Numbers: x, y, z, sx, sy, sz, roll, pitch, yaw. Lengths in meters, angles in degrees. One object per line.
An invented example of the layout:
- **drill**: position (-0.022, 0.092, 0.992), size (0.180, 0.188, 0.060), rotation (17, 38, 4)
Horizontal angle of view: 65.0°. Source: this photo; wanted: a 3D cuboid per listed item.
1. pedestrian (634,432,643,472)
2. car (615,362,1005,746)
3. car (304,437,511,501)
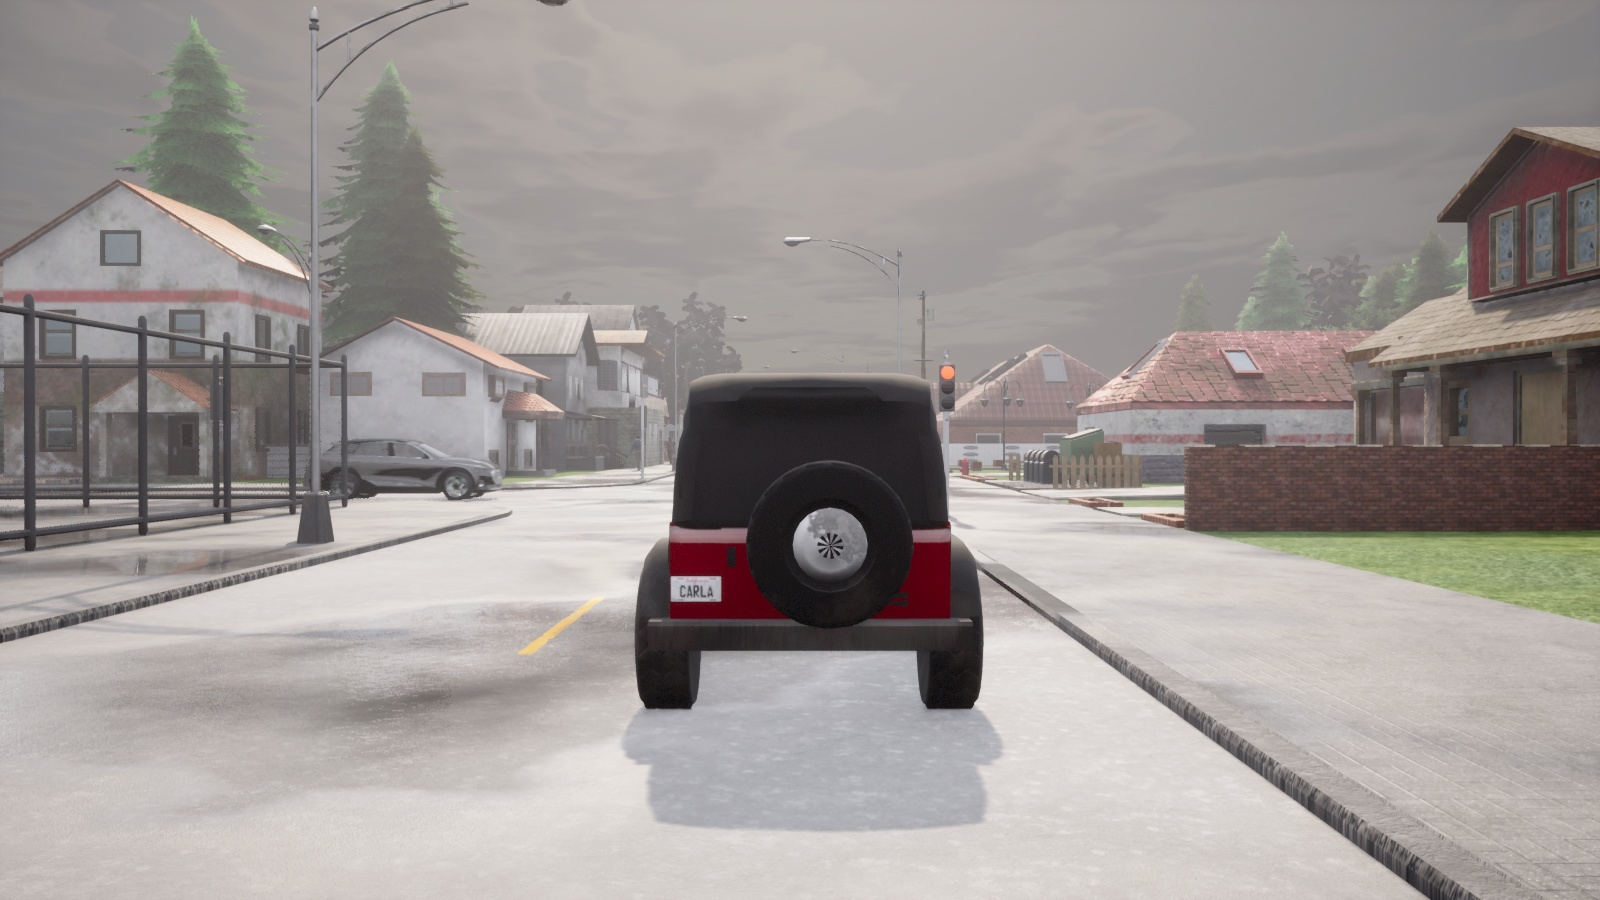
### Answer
- **pedestrian**: position (-8.098, 0.094, 62.946), size (0.423, 1.949, 0.788), rotation (0, 0, -12)
- **car**: position (0.055, 0.497, 8.079), size (1.905, 1.878, 3.866), rotation (0, 0, 0)
- **car**: position (-10.319, 0.480, 33.322), size (4.856, 1.649, 2.033), rotation (0, 0, 0)
